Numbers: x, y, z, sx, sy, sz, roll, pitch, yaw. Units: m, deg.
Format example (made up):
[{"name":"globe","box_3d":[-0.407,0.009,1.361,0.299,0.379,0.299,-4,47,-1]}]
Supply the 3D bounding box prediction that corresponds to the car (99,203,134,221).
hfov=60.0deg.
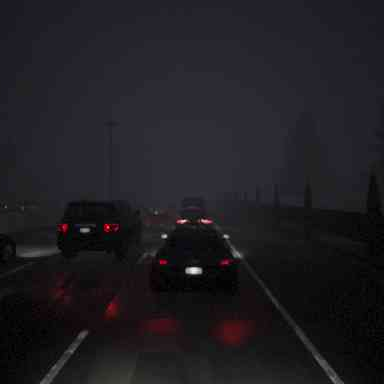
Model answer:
[{"name":"car","box_3d":[-6.913,1.786,30.910,2.033,1.411,5.357,0,0,0]}]

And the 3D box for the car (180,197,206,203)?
[{"name":"car","box_3d":[0.088,1.454,29.633,2.150,2.045,5.566,0,0,0]}]

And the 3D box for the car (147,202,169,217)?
[{"name":"car","box_3d":[-3.449,1.791,34.258,1.812,1.442,4.674,0,-1,-1]}]

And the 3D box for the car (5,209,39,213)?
[{"name":"car","box_3d":[-17.608,1.621,34.997,2.097,1.767,4.553,0,0,0]}]

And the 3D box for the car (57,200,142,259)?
[{"name":"car","box_3d":[-3.400,1.324,13.241,2.150,2.045,5.566,0,0,0]}]

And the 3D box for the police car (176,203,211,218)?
[{"name":"police car","box_3d":[0.102,1.656,18.984,2.038,1.542,4.974,0,0,0]}]

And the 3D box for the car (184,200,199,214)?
[{"name":"car","box_3d":[-0.104,1.778,41.621,1.801,1.575,5.366,0,0,-1]}]

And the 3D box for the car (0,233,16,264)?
[{"name":"car","box_3d":[-6.900,1.577,9.365,1.837,1.490,4.892,0,0,0]}]

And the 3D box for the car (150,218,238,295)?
[{"name":"car","box_3d":[0.083,1.633,8.938,1.994,1.385,4.181,0,-1,1]}]
